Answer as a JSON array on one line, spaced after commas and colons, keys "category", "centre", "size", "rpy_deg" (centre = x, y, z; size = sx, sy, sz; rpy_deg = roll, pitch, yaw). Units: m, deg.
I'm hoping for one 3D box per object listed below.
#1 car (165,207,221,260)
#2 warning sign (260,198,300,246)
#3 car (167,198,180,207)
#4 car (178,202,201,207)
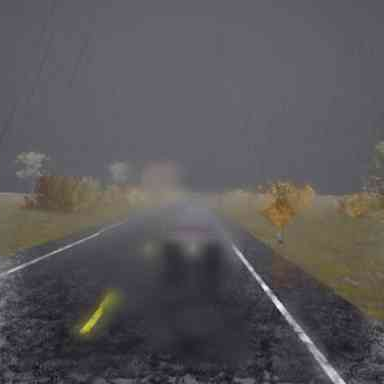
[{"category": "car", "centre": [0.059, 1.547, 12.602], "size": [2.128, 1.511, 4.902], "rpy_deg": [0, 0, 1]}, {"category": "warning sign", "centre": [3.545, 1.175, 13.515], "size": [1.300, 1.860, 1.060], "rpy_deg": [-1, -1, 0]}, {"category": "car", "centre": [-3.212, 1.740, 58.418], "size": [1.882, 1.535, 5.008], "rpy_deg": [0, 0, 1]}, {"category": "car", "centre": [0.123, 1.687, 27.830], "size": [1.994, 1.385, 4.181], "rpy_deg": [0, 0, 1]}]
